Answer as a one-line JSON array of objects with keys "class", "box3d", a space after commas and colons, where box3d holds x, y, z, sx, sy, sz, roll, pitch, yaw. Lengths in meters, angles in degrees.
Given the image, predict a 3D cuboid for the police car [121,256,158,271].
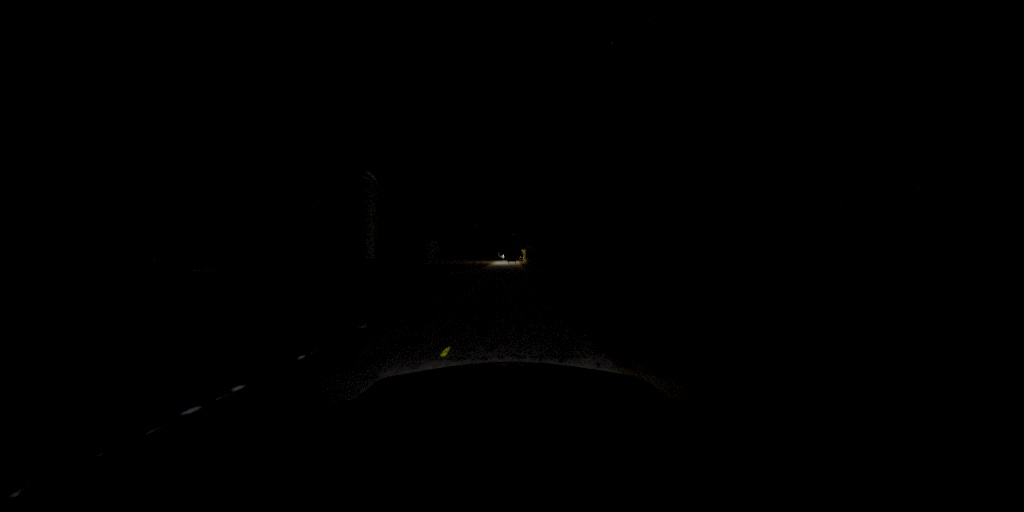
[{"class": "police car", "box3d": [-41.723, 0.867, 41.278, 5.238, 1.638, 1.930, 0, -1, 0]}]
